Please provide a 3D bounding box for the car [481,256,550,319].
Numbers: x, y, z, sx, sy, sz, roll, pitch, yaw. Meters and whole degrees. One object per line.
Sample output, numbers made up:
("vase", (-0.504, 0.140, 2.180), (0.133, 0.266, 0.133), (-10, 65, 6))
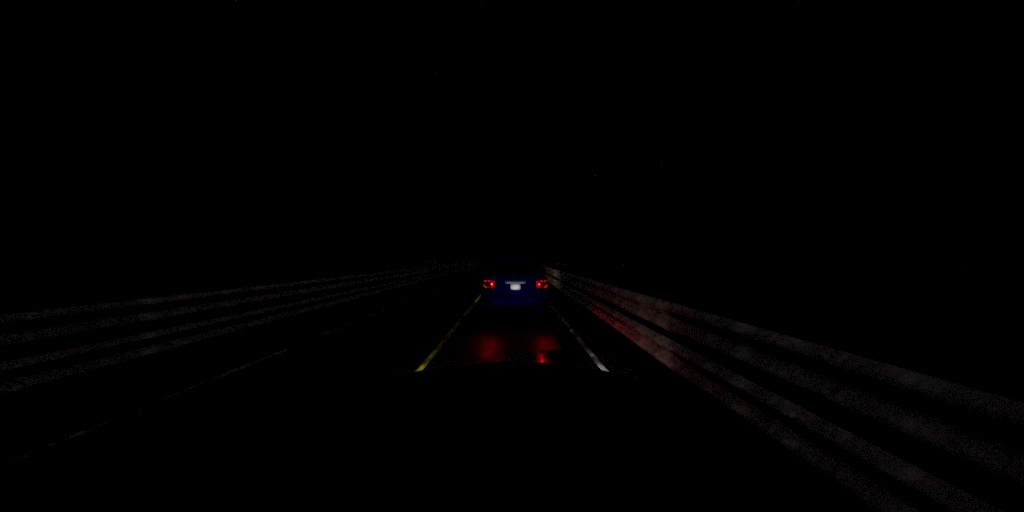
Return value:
("car", (0.103, 1.015, 13.175), (2.150, 2.045, 5.566), (0, 0, 0))
